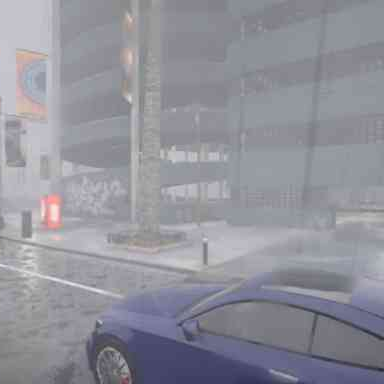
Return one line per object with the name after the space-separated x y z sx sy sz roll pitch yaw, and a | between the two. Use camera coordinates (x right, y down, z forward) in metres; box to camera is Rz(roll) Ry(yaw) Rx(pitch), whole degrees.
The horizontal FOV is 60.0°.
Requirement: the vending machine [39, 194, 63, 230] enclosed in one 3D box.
-8.483 1.174 20.048 1.100 2.100 0.880 0 0 -40 | vending machine

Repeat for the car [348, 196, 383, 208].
23.698 1.312 45.092 4.674 1.452 2.002 0 0 36 | car

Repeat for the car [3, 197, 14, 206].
-29.976 1.499 51.931 1.994 1.385 4.181 0 0 19 | car

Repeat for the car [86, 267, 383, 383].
0.955 1.524 3.311 4.674 1.442 1.812 0 0 36 | car
